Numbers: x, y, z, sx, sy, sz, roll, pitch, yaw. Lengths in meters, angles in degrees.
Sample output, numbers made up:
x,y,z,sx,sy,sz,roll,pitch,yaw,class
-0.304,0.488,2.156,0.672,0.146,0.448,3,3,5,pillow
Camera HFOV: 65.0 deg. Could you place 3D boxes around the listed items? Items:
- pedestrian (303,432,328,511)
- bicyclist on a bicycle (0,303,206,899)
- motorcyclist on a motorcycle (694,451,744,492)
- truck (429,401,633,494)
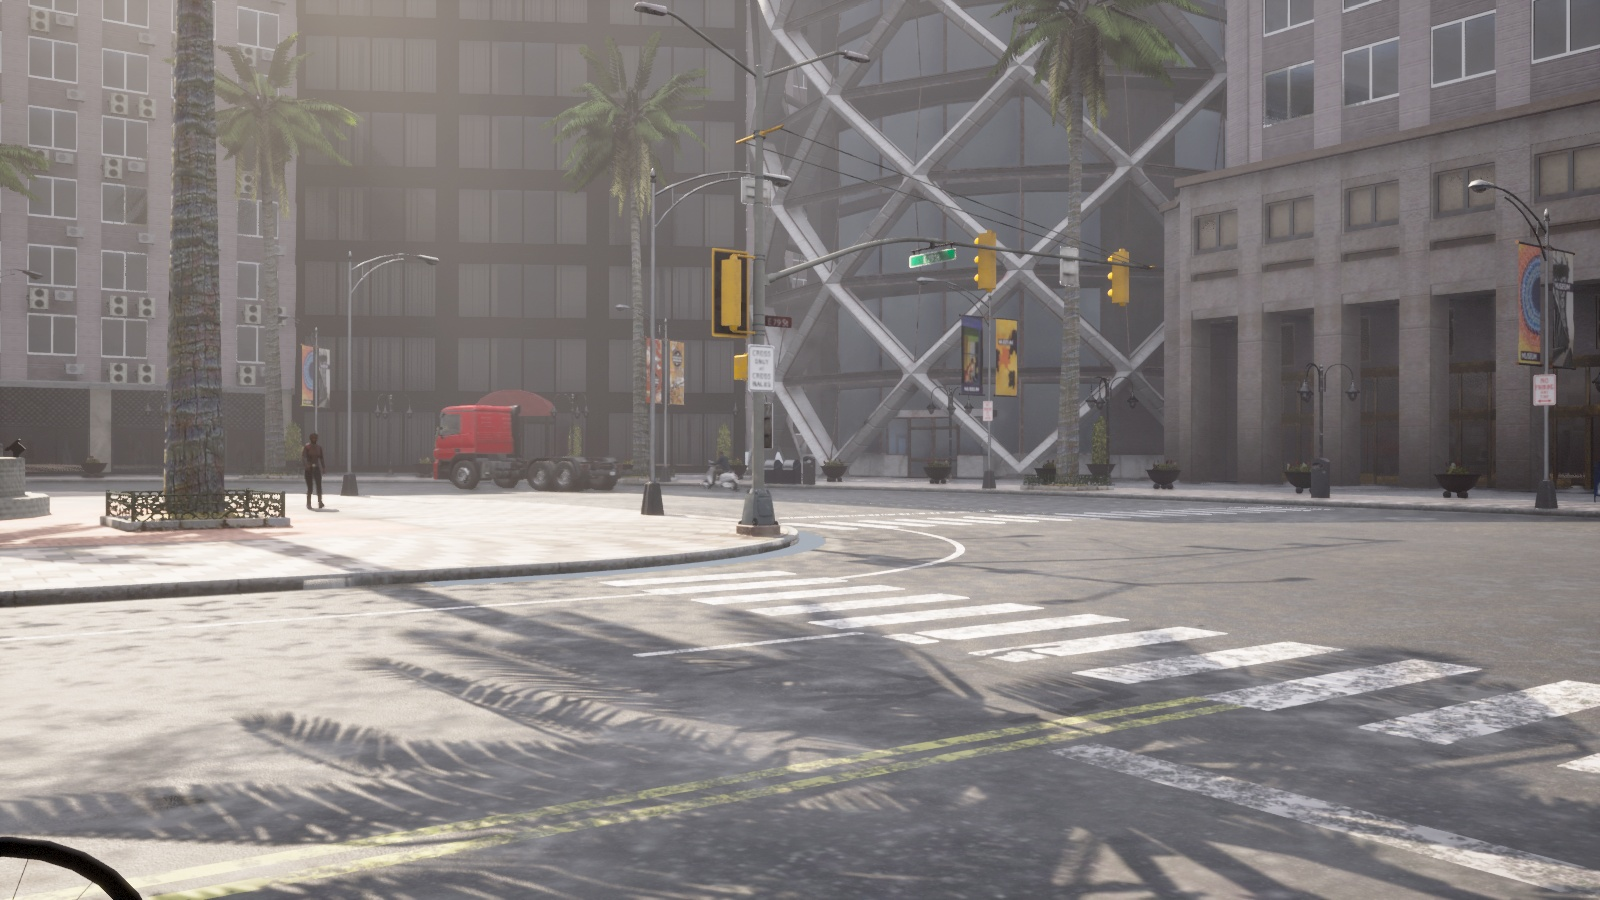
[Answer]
x,y,z,sx,sy,sz,roll,pitch,yaw,class
-11.200,0.496,29.040,0.328,1.805,0.869,0,0,-36,pedestrian
-2.110,0.625,2.206,1.843,1.776,0.659,0,0,-35,bicyclist on a bicycle
-3.186,0.826,49.520,1.817,1.590,0.866,0,0,36,motorcyclist on a motorcycle
-10.735,-0.092,49.888,7.936,3.462,2.891,0,0,28,truck
